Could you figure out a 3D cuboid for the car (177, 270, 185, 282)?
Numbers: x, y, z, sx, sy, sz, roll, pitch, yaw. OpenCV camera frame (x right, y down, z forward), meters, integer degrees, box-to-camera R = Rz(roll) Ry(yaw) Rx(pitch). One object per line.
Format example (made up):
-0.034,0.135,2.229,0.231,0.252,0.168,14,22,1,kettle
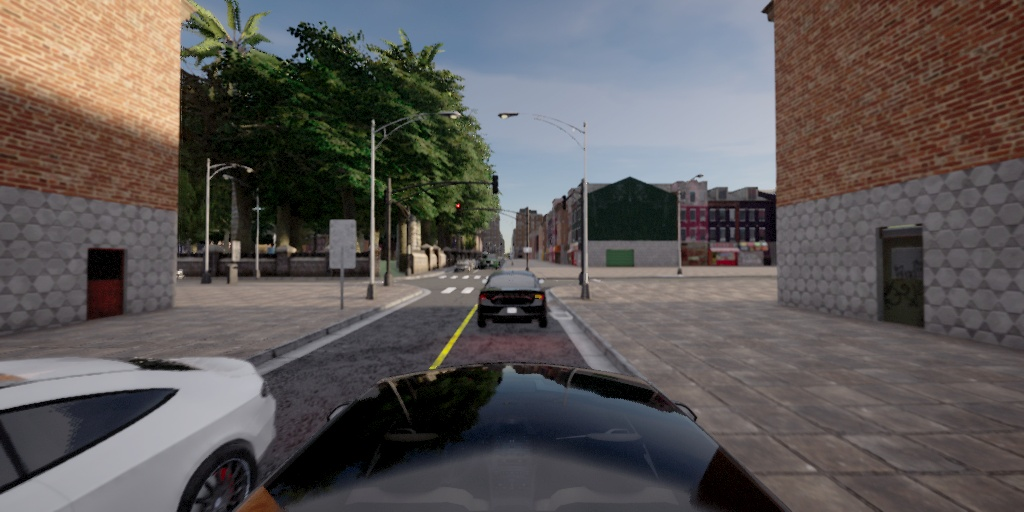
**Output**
-24.926,1.193,23.962,4.718,1.301,1.895,0,-1,0,car

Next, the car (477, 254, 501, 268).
-2.947,0.722,47.363,2.150,2.045,5.566,0,0,0,car

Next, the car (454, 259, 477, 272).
-5.483,1.083,40.414,2.007,1.370,4.403,0,0,0,car

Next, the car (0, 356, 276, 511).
-2.840,1.279,1.113,1.812,1.442,4.674,0,0,0,car

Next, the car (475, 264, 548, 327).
0.031,1.170,11.268,1.882,1.535,5.008,0,0,1,car
